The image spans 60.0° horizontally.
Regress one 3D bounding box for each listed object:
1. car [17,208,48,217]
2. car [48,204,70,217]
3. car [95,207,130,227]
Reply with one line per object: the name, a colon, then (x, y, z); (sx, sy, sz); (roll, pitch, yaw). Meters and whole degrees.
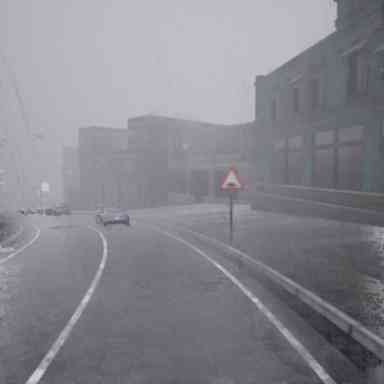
car: (-18.601, 2.097, 38.059); (1.895, 1.301, 4.718); (-4, 1, -42)
car: (-16.635, 2.236, 40.868); (2.128, 1.511, 4.902); (-4, 1, -41)
car: (-6.161, 1.807, 25.438); (1.994, 1.385, 4.181); (-2, 1, -25)
